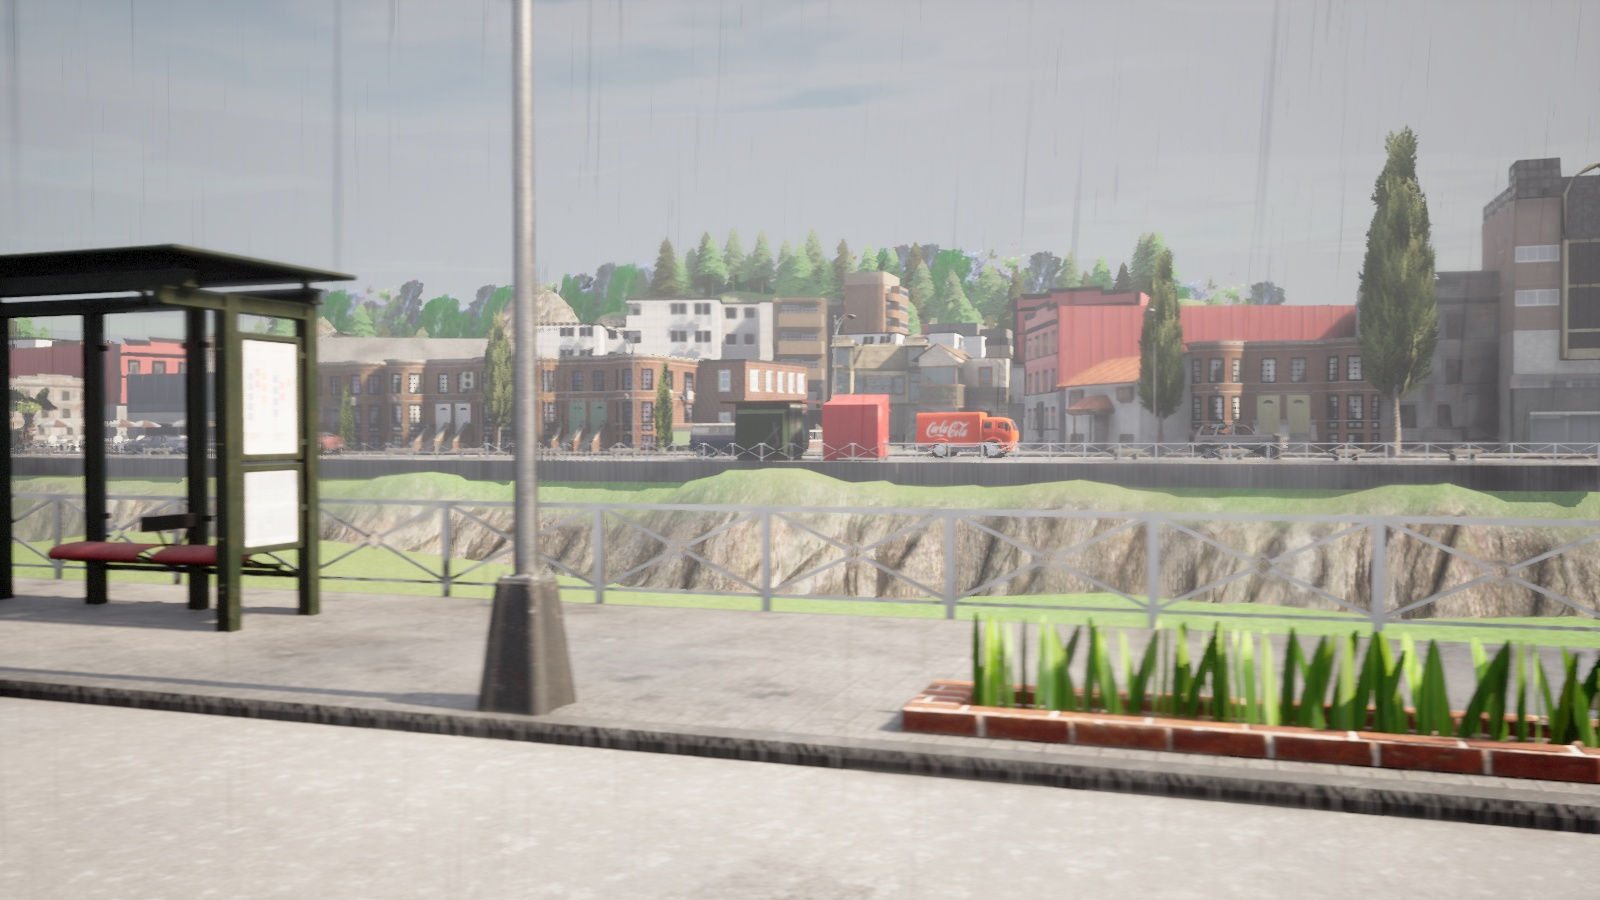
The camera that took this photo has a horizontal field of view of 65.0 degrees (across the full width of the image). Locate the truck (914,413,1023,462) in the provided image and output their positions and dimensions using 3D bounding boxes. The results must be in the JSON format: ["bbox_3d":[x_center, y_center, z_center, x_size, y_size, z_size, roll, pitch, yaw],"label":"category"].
[{"bbox_3d":[8.851,-0.681,65.836,5.204,2.467,2.627,1,1,19],"label":"truck"}]

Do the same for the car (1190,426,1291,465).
[{"bbox_3d":[21.563,-0.262,61.568,4.605,1.855,1.932,1,1,19],"label":"car"}]

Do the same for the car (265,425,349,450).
[{"bbox_3d":[-33.041,-0.867,84.139,5.027,1.651,2.152,1,1,19],"label":"car"}]

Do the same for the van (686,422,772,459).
[{"bbox_3d":[-3.968,-0.559,70.148,4.442,1.987,1.775,1,1,19],"label":"van"}]
